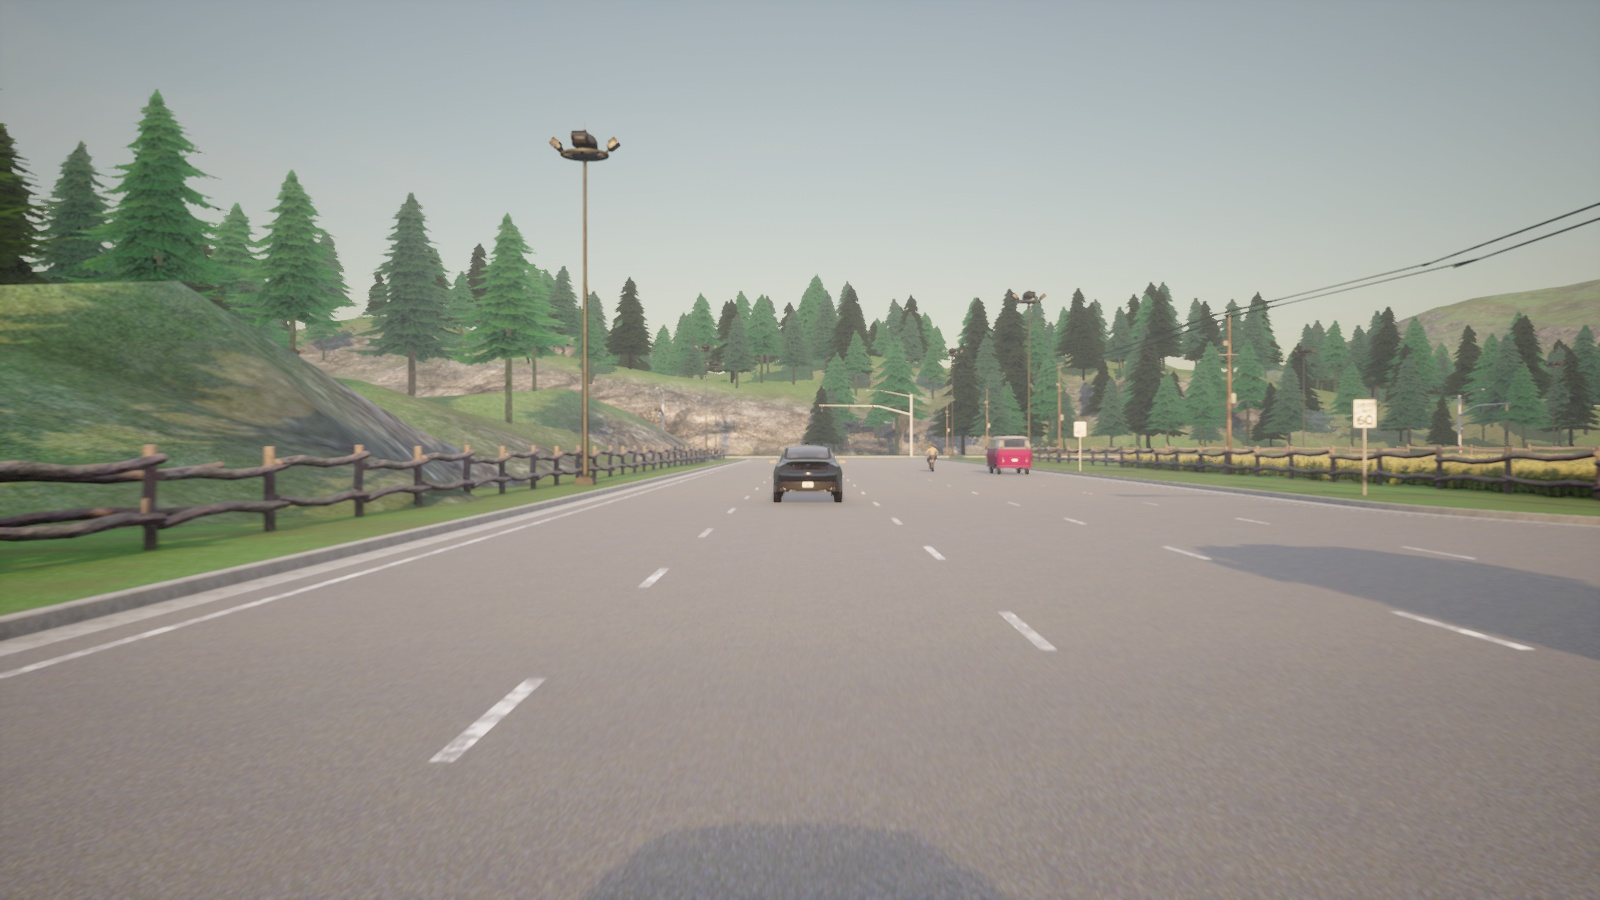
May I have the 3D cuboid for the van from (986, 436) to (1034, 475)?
[{"bbox_3d":[10.893,0.293,65.512,1.775,1.987,4.442,0,0,0],"label":"van"}]

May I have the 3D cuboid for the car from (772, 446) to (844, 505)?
[{"bbox_3d":[0.213,0.641,34.562,1.837,1.490,4.892,0,0,0],"label":"car"}]
